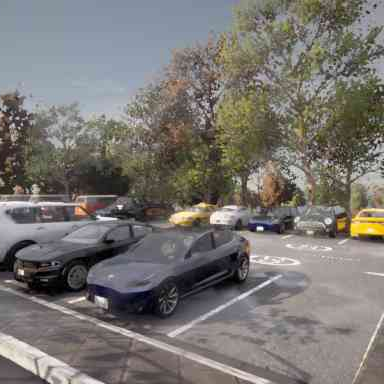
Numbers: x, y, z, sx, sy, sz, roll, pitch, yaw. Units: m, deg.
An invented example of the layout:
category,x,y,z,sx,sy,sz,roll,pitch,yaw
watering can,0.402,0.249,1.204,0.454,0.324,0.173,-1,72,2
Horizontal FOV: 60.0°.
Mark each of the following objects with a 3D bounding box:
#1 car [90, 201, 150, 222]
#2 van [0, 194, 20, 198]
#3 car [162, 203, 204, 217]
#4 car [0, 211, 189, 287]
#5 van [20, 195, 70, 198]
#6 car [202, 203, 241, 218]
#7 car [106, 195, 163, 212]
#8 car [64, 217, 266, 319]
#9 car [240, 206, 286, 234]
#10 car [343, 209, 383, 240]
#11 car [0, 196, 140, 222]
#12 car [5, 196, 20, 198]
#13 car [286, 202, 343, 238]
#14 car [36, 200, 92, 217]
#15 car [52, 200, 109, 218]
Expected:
category,x,y,z,sx,sy,sz,roll,pitch,yaw
car,-6.040,1.565,28.429,2.163,1.488,4.792,0,0,36
van,-19.401,1.337,38.304,1.878,1.987,4.442,0,0,36
car,0.592,1.560,23.422,1.946,1.575,5.366,0,0,36
car,-2.499,1.590,9.740,2.097,1.535,5.008,0,0,36
van,-15.037,1.310,34.859,1.878,1.987,4.442,0,0,36
car,2.941,1.613,21.943,2.002,1.452,4.674,0,0,36
car,-3.765,1.293,26.848,2.435,2.045,5.566,0,0,36
car,-0.272,1.629,8.082,2.163,1.488,4.792,0,0,36
car,5.168,1.611,20.295,2.163,1.488,4.792,0,0,36
car,9.566,1.600,17.133,2.097,1.535,5.008,0,0,36
car,-4.732,1.329,11.389,2.435,2.045,5.566,0,0,36
car,-17.224,1.548,36.586,2.097,1.535,5.008,0,0,36
car,7.345,1.465,18.790,2.185,1.767,4.553,0,0,36
car,-12.728,1.557,33.353,2.163,1.488,4.792,0,0,36
car,-10.592,1.554,31.803,2.163,1.488,4.792,0,0,36
